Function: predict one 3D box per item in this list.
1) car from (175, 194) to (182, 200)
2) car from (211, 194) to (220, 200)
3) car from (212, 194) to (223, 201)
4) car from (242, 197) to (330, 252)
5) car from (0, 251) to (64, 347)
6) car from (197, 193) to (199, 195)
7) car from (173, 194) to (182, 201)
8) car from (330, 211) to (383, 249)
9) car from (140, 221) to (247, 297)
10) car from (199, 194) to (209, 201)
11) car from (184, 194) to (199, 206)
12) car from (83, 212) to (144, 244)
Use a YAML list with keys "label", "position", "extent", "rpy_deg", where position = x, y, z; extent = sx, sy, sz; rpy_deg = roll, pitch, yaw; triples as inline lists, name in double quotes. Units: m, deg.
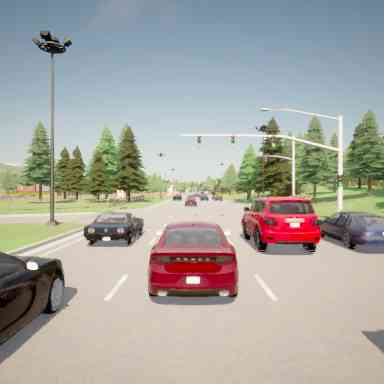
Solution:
- label: "car"
  position: [-3.827, 1.310, 94.250]
  extent: [1.882, 1.535, 5.008]
  rpy_deg: [0, 0, 0]
- label: "car"
  position: [6.673, 1.372, 94.287]
  extent: [2.033, 1.411, 5.357]
  rpy_deg: [0, 0, 0]
- label: "car"
  position: [6.709, 1.517, 83.867]
  extent: [2.128, 1.511, 4.902]
  rpy_deg: [0, 0, 0]
- label: "car"
  position: [3.542, 1.222, 14.113]
  extent: [2.150, 2.045, 5.566]
  rpy_deg: [0, 0, 0]
- label: "car"
  position: [-3.413, 1.478, 4.523]
  extent: [1.882, 1.535, 5.008]
  rpy_deg: [0, 0, 0]
- label: "car"
  position: [3.173, 1.357, 94.275]
  extent: [2.128, 1.511, 4.902]
  rpy_deg: [0, 0, 0]
- label: "car"
  position: [-3.791, 1.469, 83.831]
  extent: [1.882, 1.535, 5.008]
  rpy_deg: [0, 0, 0]
- label: "car"
  position: [7.039, 1.548, 14.504]
  extent: [2.033, 1.411, 5.357]
  rpy_deg: [0, 0, 0]
- label: "car"
  position: [0.033, 1.478, 8.628]
  extent: [1.882, 1.535, 5.008]
  rpy_deg: [0, 0, 0]
- label: "car"
  position: [3.208, 1.516, 84.272]
  extent: [1.812, 1.442, 4.674]
  rpy_deg: [0, 0, 0]
- label: "car"
  position: [-0.184, 1.525, 53.230]
  extent: [1.812, 1.442, 4.674]
  rpy_deg: [0, 0, 0]
- label: "car"
  position: [-3.462, 1.601, 15.663]
  extent: [1.895, 1.301, 4.718]
  rpy_deg: [0, 0, 0]
